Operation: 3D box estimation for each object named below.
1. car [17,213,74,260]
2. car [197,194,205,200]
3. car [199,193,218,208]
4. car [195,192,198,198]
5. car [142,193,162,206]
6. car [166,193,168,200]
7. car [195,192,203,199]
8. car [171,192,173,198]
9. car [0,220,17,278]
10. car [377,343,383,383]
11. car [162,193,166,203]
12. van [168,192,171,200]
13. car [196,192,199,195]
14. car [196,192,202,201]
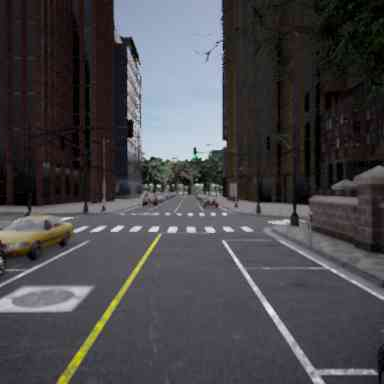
[{"bbox_3d":[-5.854,1.486,12.273,1.752,1.417,4.829,0,0,0],"label":"car"},{"bbox_3d":[2.127,1.166,77.277,1.752,1.417,4.829,0,0,0],"label":"car"},{"bbox_3d":[2.401,1.223,44.483,1.967,1.590,4.097,0,0,0],"label":"car"},{"bbox_3d":[2.174,1.209,71.670,1.887,1.381,4.507,0,0,0],"label":"car"},{"bbox_3d":[-6.170,1.103,49.849,2.192,1.841,5.009,0,0,0],"label":"car"},{"bbox_3d":[-6.304,1.243,65.992,1.752,1.417,4.829,0,0,0],"label":"car"},{"bbox_3d":[1.990,0.889,93.418,2.192,1.841,5.009,0,0,0],"label":"car"},{"bbox_3d":[-6.442,1.199,82.474,2.008,1.369,4.403,0,0,0],"label":"car"},{"bbox_3d":[-5.810,1.426,6.986,1.967,1.590,4.097,0,0,0],"label":"car"},{"bbox_3d":[2.761,1.548,1.603,1.947,1.339,4.313,0,0,0],"label":"car"},{"bbox_3d":[-6.260,1.322,60.724,1.802,1.307,4.206,0,0,0],"label":"car"},{"bbox_3d":[-6.398,1.012,77.035,1.690,1.788,3.998,0,0,0],"label":"van"},{"bbox_3d":[2.219,1.232,66.233,1.887,1.381,4.507,0,0,0],"label":"car"},{"bbox_3d":[2.265,1.262,60.795,2.008,1.369,4.403,0,0,0],"label":"car"}]
